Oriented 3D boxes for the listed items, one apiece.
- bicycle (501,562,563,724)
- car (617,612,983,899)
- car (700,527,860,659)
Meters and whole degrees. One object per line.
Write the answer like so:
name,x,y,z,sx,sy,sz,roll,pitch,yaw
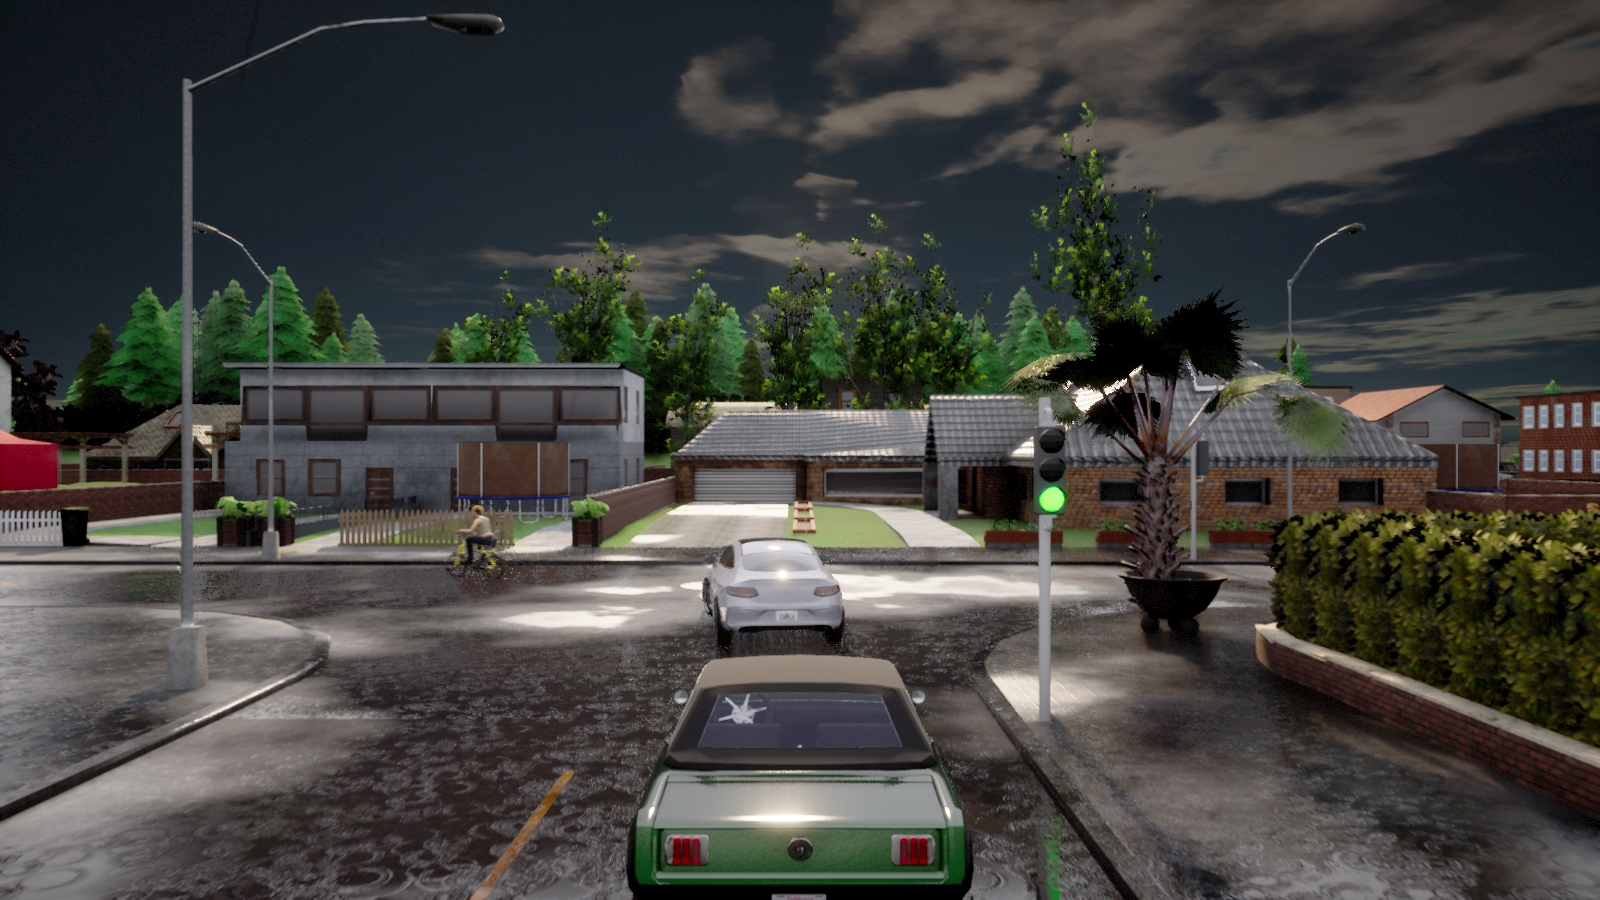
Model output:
bicycle,-2.925,2.059,12.572,0.329,1.471,1.835,0,0,-3
car,-0.002,2.155,8.269,1.895,1.301,4.718,0,0,0
car,-0.469,2.081,17.782,2.002,1.442,4.674,0,0,-7
